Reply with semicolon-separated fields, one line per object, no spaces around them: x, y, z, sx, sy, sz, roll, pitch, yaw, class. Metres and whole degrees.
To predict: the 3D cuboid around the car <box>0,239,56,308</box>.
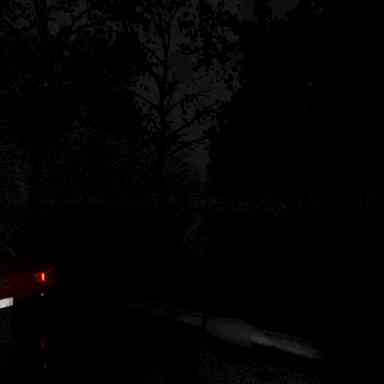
-4.996;1.611;6.966;4.718;1.301;1.895;0;0;36;car

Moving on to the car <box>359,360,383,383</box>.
3.162;1.504;1.123;4.892;1.490;1.837;0;0;35;car
